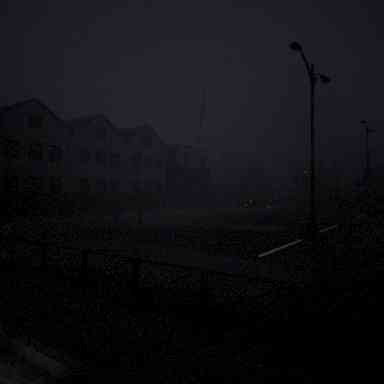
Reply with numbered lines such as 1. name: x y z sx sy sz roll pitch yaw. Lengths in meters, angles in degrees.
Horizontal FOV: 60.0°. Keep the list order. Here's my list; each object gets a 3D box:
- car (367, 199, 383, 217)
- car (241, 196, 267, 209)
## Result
1. car: 15.420 1.298 26.809 2.007 1.523 4.514 0 0 35
2. car: 7.975 1.313 42.816 1.837 1.490 4.892 0 0 35
